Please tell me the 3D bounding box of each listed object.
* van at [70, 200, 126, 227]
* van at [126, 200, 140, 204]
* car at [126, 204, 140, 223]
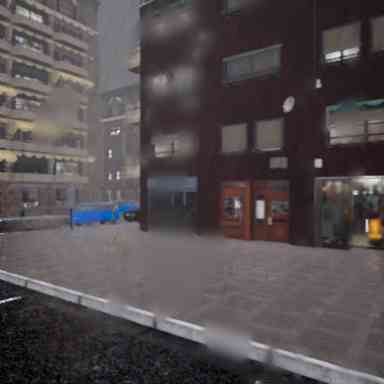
[{"bbox_3d":[-7.399,1.694,25.645,1.690,1.788,3.998,-1,-2,35],"label":"van"},{"bbox_3d":[-7.960,1.889,39.566,1.690,1.788,3.998,-1,-2,35],"label":"van"},{"bbox_3d":[-4.329,2.025,30.255,1.947,1.339,4.313,-1,-2,35],"label":"car"}]
